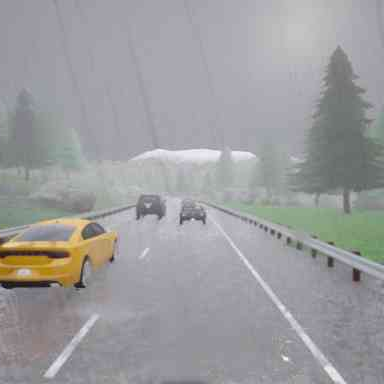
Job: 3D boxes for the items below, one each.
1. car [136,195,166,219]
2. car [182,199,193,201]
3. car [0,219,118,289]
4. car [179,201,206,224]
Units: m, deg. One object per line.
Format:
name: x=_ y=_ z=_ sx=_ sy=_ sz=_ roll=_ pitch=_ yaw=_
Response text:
car: x=-3.504 y=1.231 z=29.021 sx=2.150 sy=2.045 sz=5.566 roll=0 pitch=0 yaw=-1
car: x=-0.526 y=1.562 z=42.876 sx=2.033 sy=1.411 sz=5.357 roll=0 pitch=0 yaw=-2
car: x=-3.402 y=1.481 z=9.228 sx=1.882 sy=1.535 sz=5.008 roll=0 pitch=0 yaw=0
car: x=0.038 y=1.609 z=25.210 sx=1.895 sy=1.301 sz=4.718 roll=0 pitch=0 yaw=-1
